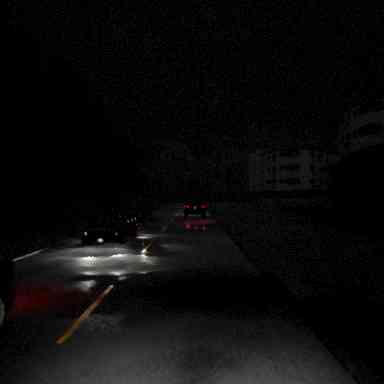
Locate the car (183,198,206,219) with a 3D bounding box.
[{"bbox_3d":[0.293,1.655,34.668,2.150,2.045,5.566,0,-1,0],"label":"car"}]

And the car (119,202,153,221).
[{"bbox_3d":[-3.874,1.420,23.006,1.882,1.535,5.008,0,-1,0],"label":"car"}]

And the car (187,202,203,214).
[{"bbox_3d":[0.355,2.114,45.274,2.033,1.411,5.357,0,-1,0],"label":"car"}]

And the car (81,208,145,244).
[{"bbox_3d":[-3.999,1.763,17.216,2.033,1.411,5.357,0,-1,0],"label":"car"}]

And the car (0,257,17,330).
[{"bbox_3d":[-4.081,1.527,3.891,1.882,1.535,5.008,0,-1,0],"label":"car"}]
